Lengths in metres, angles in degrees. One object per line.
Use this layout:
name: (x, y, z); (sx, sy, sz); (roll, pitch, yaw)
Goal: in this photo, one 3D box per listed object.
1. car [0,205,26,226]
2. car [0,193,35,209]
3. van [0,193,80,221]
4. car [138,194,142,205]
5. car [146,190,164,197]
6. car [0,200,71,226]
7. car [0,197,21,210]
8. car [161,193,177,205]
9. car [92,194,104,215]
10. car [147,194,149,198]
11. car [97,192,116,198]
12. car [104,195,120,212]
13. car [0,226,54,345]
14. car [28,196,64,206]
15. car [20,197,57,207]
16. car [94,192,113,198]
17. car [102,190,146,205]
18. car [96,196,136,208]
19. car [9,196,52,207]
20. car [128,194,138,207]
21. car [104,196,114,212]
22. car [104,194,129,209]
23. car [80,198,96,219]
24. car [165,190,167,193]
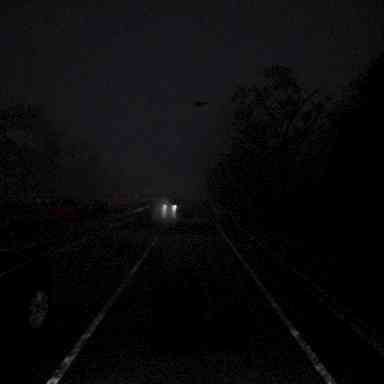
car: (-10.247, 1.451, 14.442); (4.792, 1.488, 2.163); (0, 0, 0)
car: (-23.357, 1.115, 42.239); (5.566, 2.045, 2.435); (0, 0, 0)
van: (-10.384, 1.154, 22.769); (4.442, 1.987, 1.878); (0, 0, 0)
car: (-10.428, 1.386, 47.746); (5.366, 1.575, 1.946); (0, 0, 0)
car: (-10.440, 0.775, 85.886); (4.792, 1.488, 2.163); (0, 0, 0)
car: (-10.241, 1.424, 19.995); (4.792, 1.488, 2.163); (0, 0, 0)
car: (-23.303, 1.386, 39.468); (4.792, 1.488, 2.163); (0, 0, 0)
car: (-3.422, 1.337, 52.905); (1.837, 1.490, 4.892); (0, 0, 0)
car: (-10.293, 1.230, 28.320); (4.553, 1.767, 2.185); (0, 0, 0)
car: (-10.205, 1.450, 56.074); (4.792, 1.488, 2.163); (0, 0, 0)
car: (-23.542, 0.763, 91.285); (4.674, 1.452, 2.002); (0, 0, 0)
car: (-10.442, 1.343, 33.867); (5.366, 1.575, 1.946); (0, 0, 0)
car: (-3.353, 1.466, 3.941); (2.128, 1.511, 4.902); (0, 0, 0)
car: (-23.288, 1.438, 53.317); (4.792, 1.488, 2.163); (0, 0, 0)
car: (-23.317, 1.438, 50.547); (4.674, 1.452, 2.002); (0, 0, 0)
car: (-23.547, 0.774, 88.501); (4.674, 1.452, 2.002); (0, 0, 0)
car: (-10.269, 1.148, 50.523); (5.566, 2.045, 2.435); (0, 0, 0)
car: (-10.252, 1.380, 44.969); (4.892, 1.521, 2.231); (0, 0, 0)
car: (-23.137, 1.384, 47.777); (5.366, 1.575, 1.946); (0, 0, 0)
car: (-10.063, 1.366, 42.193); (5.366, 1.575, 1.946); (0, 0, 0)
car: (-10.253, 1.349, 31.100); (4.892, 1.521, 2.231); (0, 0, 0)
car: (-10.069, 1.347, 36.520); (5.366, 1.575, 1.946); (0, 0, 0)
car: (-10.294, 1.396, 25.547); (4.792, 1.488, 2.163); (0, 0, 0)
car: (-10.448, 0.707, 94.235); (5.008, 1.535, 2.097); (0, 1, 0)
